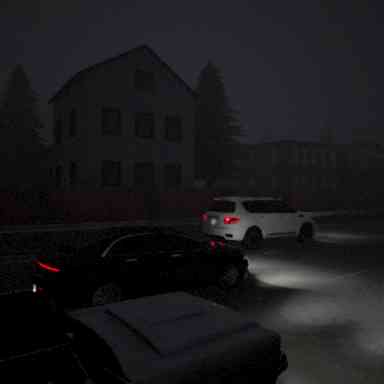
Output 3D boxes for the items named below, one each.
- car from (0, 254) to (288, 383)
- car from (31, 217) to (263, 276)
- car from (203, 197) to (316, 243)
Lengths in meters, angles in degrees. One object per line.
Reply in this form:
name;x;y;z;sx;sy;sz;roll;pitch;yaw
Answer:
car;-1.362;1.601;2.776;4.718;1.301;1.895;0;0;-35
car;-0.871;1.506;7.421;4.892;1.490;1.837;1;0;-35
car;3.009;1.231;14.480;5.566;2.045;2.150;0;0;-35
